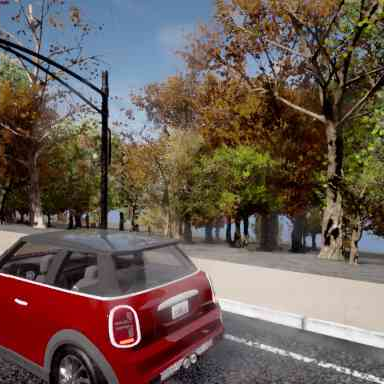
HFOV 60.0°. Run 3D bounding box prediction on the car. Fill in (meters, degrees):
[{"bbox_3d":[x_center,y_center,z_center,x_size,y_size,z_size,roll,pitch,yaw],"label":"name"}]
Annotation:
[{"bbox_3d":[-1.861,1.351,5.012,4.553,1.767,2.097,0,0,36],"label":"car"}]
